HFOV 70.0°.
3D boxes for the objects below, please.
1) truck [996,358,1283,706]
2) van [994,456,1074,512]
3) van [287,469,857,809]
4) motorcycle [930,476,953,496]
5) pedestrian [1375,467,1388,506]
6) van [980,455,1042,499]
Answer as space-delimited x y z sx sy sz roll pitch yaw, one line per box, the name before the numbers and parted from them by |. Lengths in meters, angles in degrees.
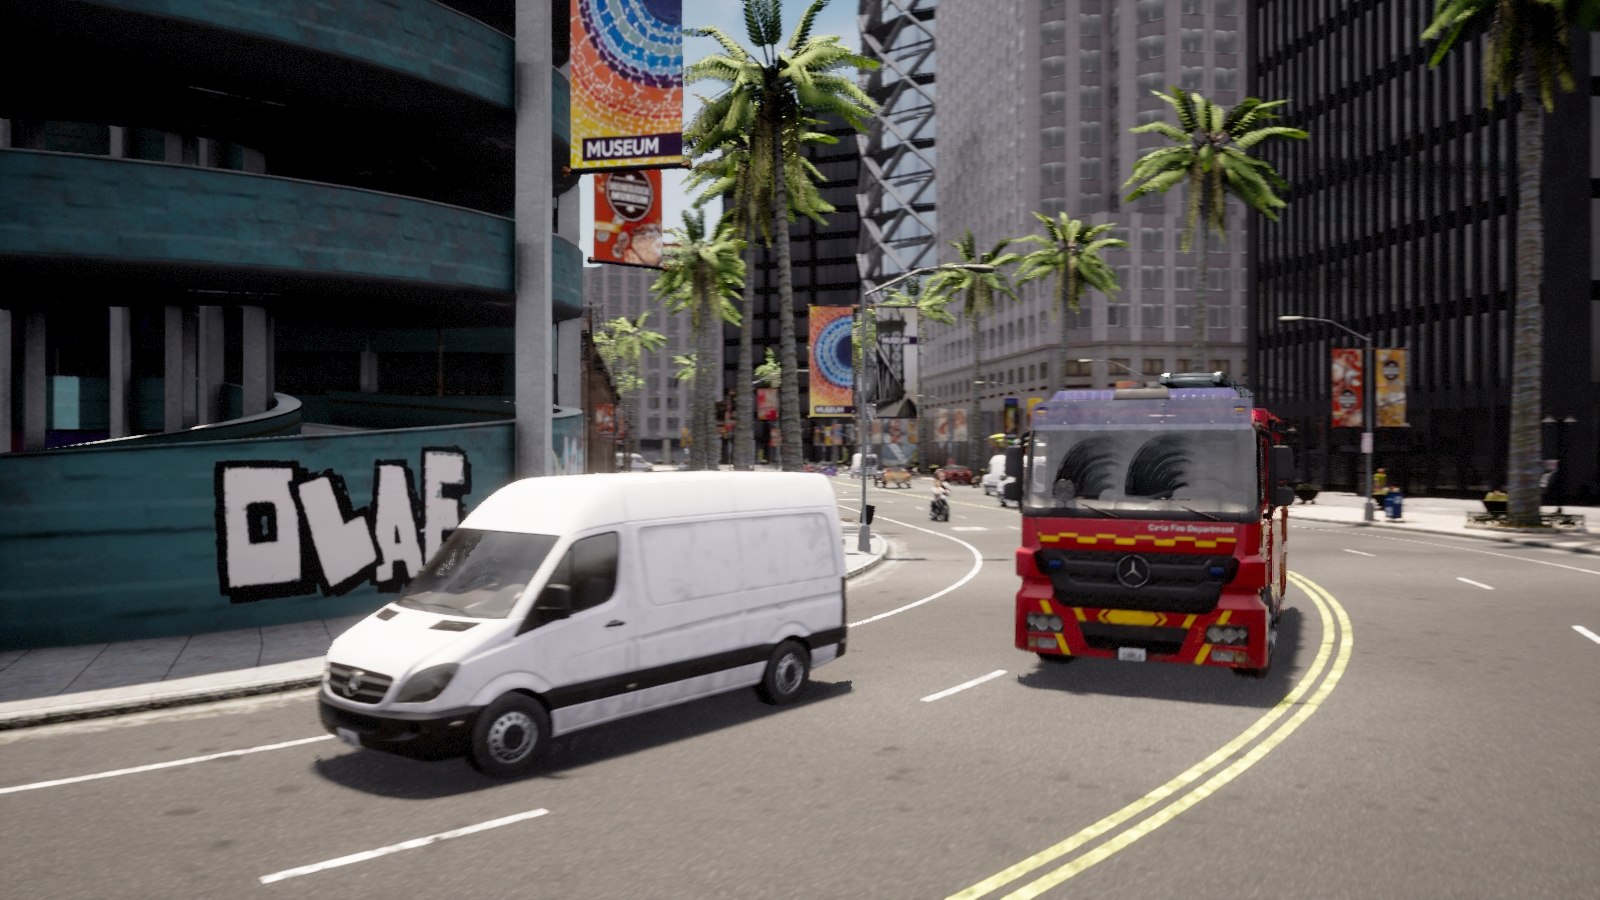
truck | 5.457 0.905 17.023 2.891 3.827 8.468 0 0 25
van | 11.260 1.587 55.519 1.988 2.561 5.915 0 0 -7
van | -1.970 1.549 11.949 1.988 2.561 5.915 0 0 40
motorcycle | 8.982 2.278 72.639 0.867 1.251 2.209 0 0 -8
pedestrian | 27.705 1.742 54.430 0.375 1.860 0.375 0 0 -5
van | 12.862 1.602 69.994 1.988 2.561 5.915 0 0 -8
